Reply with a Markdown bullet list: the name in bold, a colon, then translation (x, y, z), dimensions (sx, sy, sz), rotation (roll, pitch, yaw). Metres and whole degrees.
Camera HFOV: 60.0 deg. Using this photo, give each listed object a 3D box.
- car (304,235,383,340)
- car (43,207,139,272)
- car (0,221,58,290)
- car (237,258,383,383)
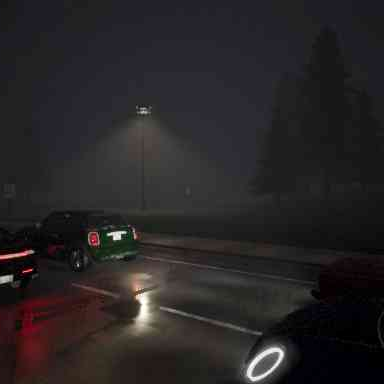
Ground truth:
- **car**: translation (4.413, 1.601, 5.141), dimensions (4.718, 1.301, 1.895), rotation (0, 0, 36)
- **car**: translation (-3.925, 1.352, 10.992), dimensions (4.553, 1.767, 2.097), rotation (0, 0, 36)
- **car**: translation (-5.611, 1.491, 7.893), dimensions (4.902, 1.511, 2.128), rotation (0, 0, 36)
- **car**: translation (2.551, 1.352, 2.170), dimensions (4.553, 1.767, 2.097), rotation (0, 0, 36)
